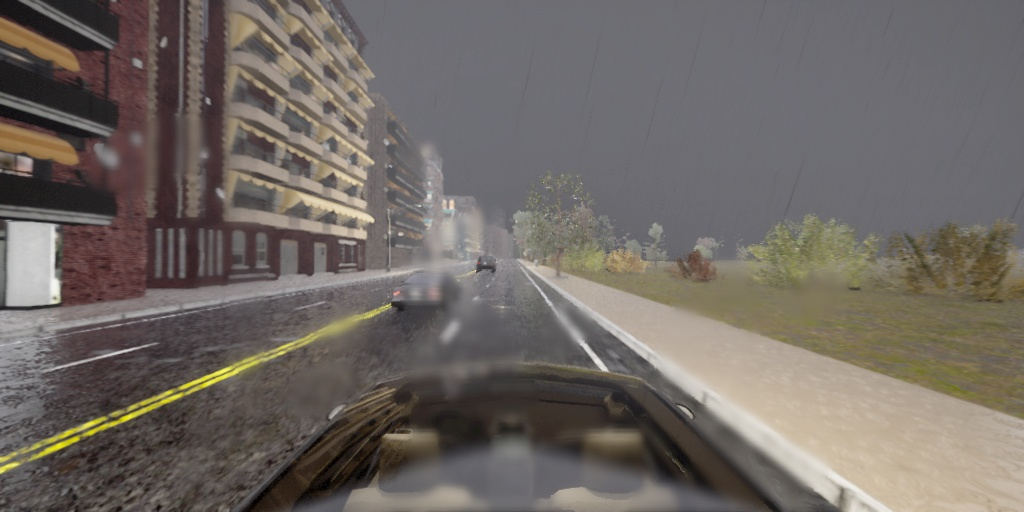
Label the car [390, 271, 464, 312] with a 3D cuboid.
[{"bbox_3d":[-3.150,1.301,14.224,2.033,1.411,5.357,0,0,0],"label":"car"}]

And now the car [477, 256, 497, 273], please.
[{"bbox_3d":[-3.148,0.983,44.587,2.150,2.045,5.566,0,0,0],"label":"car"}]
